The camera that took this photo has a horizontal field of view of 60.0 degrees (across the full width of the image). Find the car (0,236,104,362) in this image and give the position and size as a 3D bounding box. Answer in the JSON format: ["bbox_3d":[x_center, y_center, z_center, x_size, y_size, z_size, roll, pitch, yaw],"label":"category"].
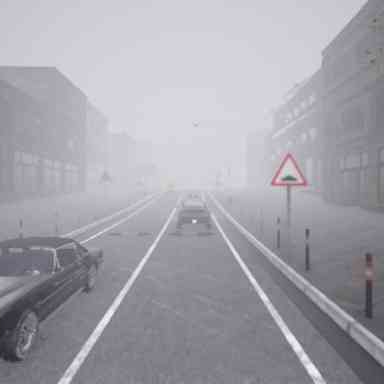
[{"bbox_3d":[-3.091,1.567,5.967,1.895,1.301,4.718,0,1,0],"label":"car"}]

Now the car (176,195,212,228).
[{"bbox_3d":[0.115,1.176,19.504,1.837,1.490,4.892,0,2,0],"label":"car"}]

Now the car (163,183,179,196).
[{"bbox_3d":[-2.975,-0.459,48.441,2.097,1.767,4.553,0,3,1],"label":"car"}]

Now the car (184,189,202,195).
[{"bbox_3d":[0.115,0.361,37.679,2.033,1.411,5.357,0,4,0],"label":"car"}]
